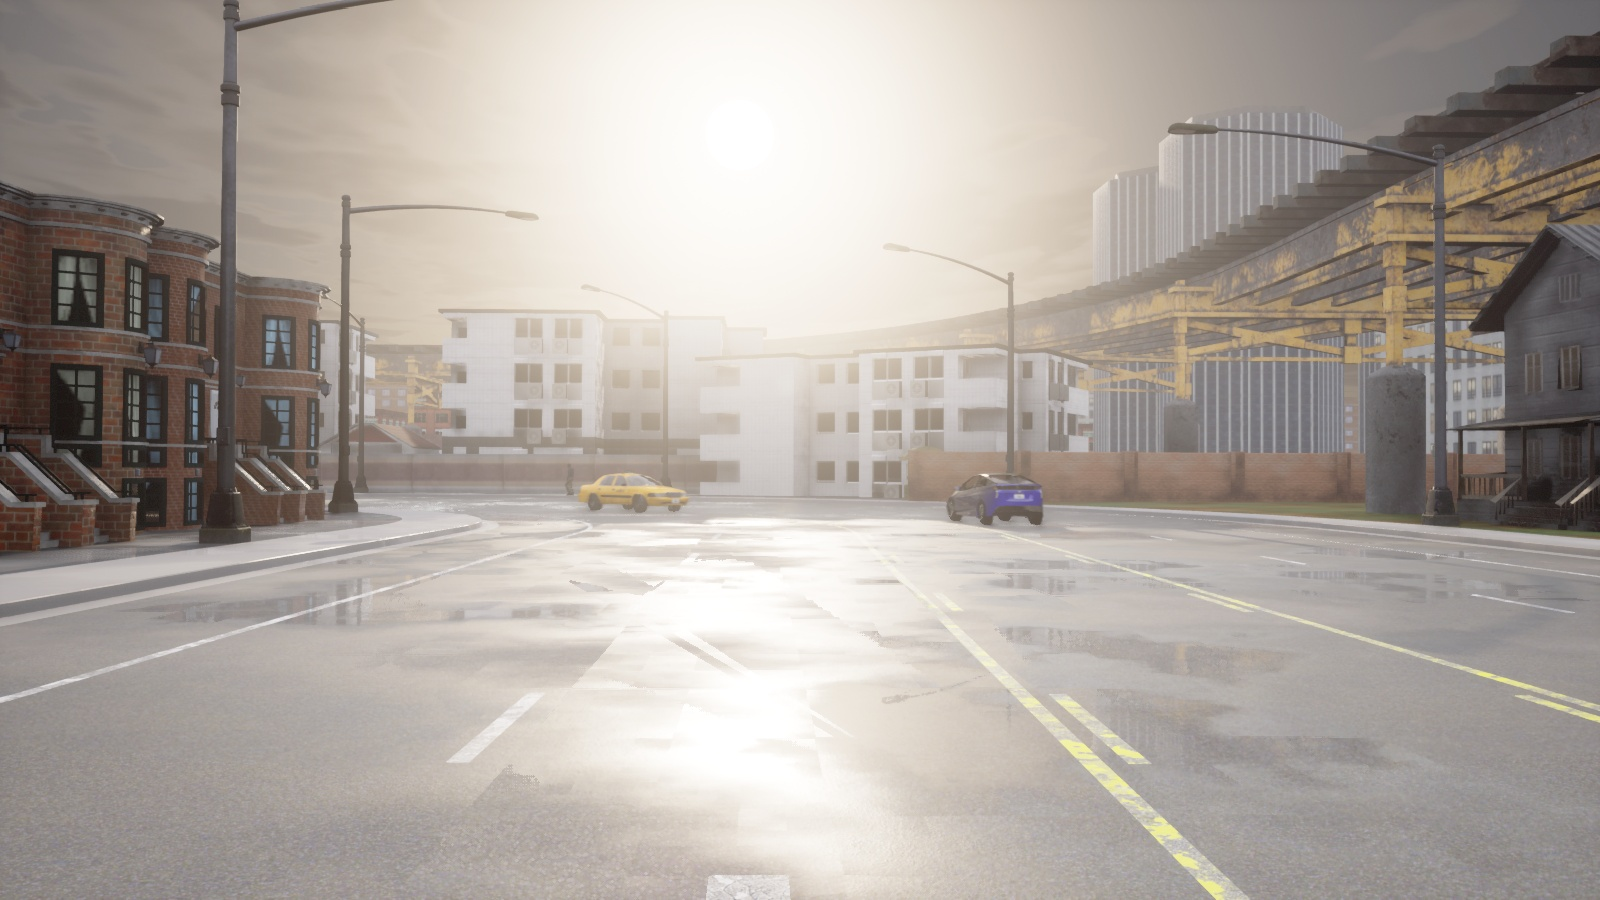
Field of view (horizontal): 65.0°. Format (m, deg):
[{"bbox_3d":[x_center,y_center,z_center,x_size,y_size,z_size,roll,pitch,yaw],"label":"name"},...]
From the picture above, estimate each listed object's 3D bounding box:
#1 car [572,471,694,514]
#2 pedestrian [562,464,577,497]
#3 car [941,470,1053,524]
[{"bbox_3d":[-6.414,1.579,47.758,1.801,1.575,5.366,1,-1,-43],"label":"car"},{"bbox_3d":[-12.829,1.691,69.860,0.726,1.835,0.370,-1,-1,22],"label":"pedestrian"},{"bbox_3d":[5.915,1.379,38.278,2.007,1.525,4.514,0,-1,-10],"label":"car"}]
